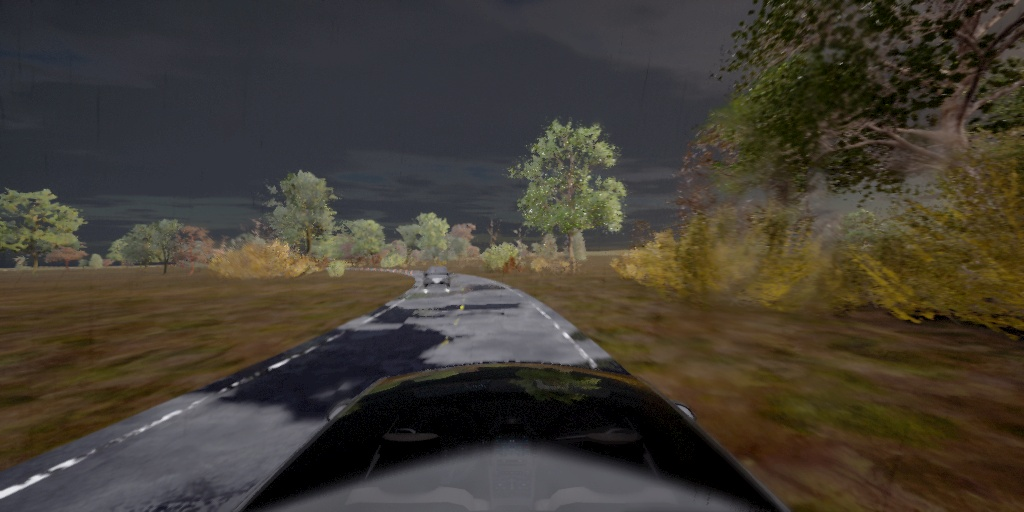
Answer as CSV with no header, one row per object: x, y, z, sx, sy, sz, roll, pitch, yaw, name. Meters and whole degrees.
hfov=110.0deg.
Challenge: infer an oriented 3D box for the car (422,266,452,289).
-5.493,1.516,26.460,2.128,1.511,4.902,-1,0,-11,car
